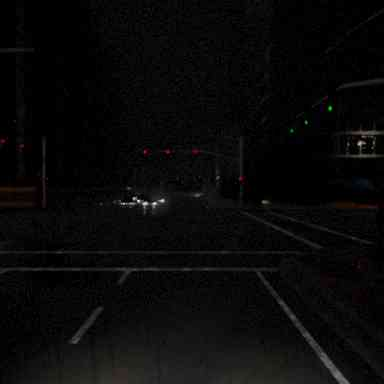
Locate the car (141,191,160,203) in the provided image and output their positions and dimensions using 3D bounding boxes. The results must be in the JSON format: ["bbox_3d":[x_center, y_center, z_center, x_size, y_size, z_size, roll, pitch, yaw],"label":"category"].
[{"bbox_3d":[-6.911,0.994,55.839,1.837,1.490,4.892,0,1,1],"label":"car"}]

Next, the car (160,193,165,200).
[{"bbox_3d":[-6.817,0.873,71.389,2.128,1.511,4.902,0,1,0],"label":"car"}]

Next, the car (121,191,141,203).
[{"bbox_3d":[-10.405,1.039,55.506,2.033,1.411,5.357,0,1,1],"label":"car"}]
